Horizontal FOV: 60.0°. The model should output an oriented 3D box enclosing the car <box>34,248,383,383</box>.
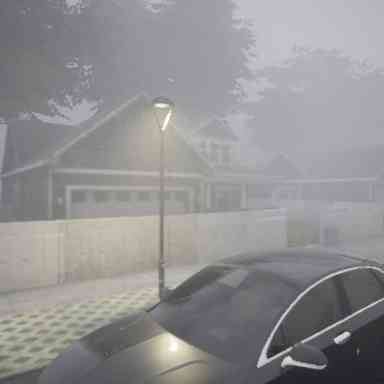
[{"bbox_3d":[0.869,1.501,3.687,4.892,1.490,1.837,-2,1,-36],"label":"car"}]
